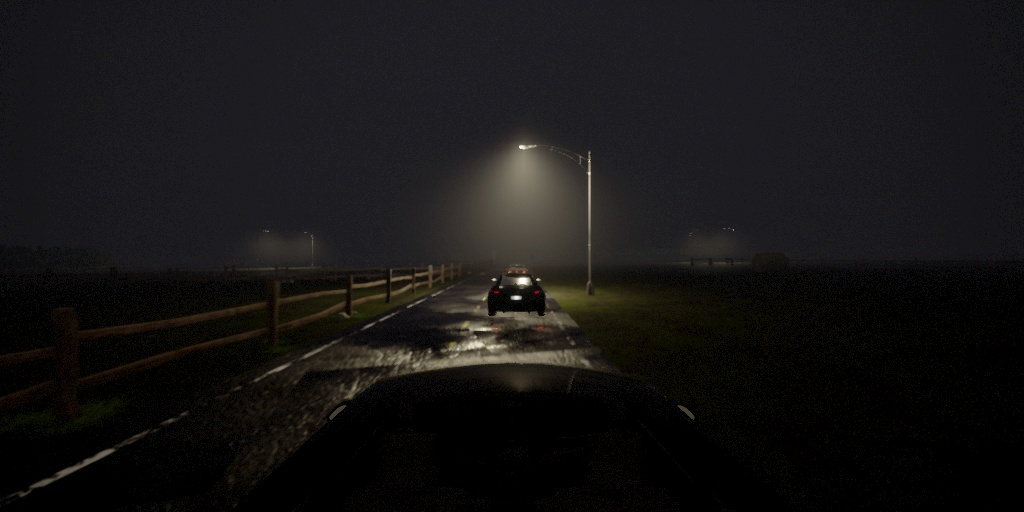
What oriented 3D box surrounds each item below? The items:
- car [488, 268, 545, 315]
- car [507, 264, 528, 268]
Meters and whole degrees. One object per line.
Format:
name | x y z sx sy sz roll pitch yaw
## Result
car | 0.166 1.319 13.566 1.994 1.385 4.181 0 0 1
car | 0.479 1.364 31.811 1.895 1.301 4.718 0 0 1
